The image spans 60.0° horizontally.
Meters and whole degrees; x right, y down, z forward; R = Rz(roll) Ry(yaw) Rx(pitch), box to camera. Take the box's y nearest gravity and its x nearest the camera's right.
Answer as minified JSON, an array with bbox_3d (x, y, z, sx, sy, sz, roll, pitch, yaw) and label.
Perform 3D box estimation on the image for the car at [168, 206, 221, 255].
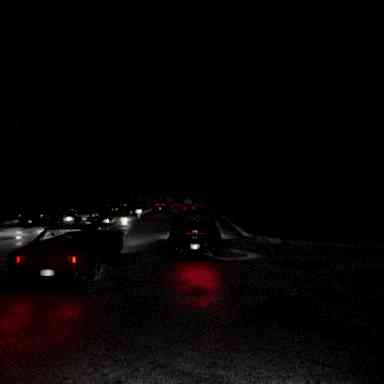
[{"bbox_3d":[0.100,1.528,13.398,1.837,1.490,4.892,0,0,0],"label":"car"}]

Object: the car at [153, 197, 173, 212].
[{"bbox_3d":[-3.568,1.568,39.351,1.837,1.490,4.892,0,0,-1],"label":"car"}]

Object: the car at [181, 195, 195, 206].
[{"bbox_3d":[-0.554,1.612,54.300,1.812,1.442,4.674,0,0,-2],"label":"car"}]

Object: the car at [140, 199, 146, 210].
[{"bbox_3d":[-7.308,1.618,44.691,2.033,1.411,5.357,0,0,-1],"label":"car"}]

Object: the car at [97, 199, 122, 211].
[{"bbox_3d":[-10.795,1.617,43.885,2.033,1.411,5.357,0,0,-1],"label":"car"}]

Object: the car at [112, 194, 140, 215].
[{"bbox_3d":[-7.188,1.276,34.357,2.150,2.045,5.566,0,0,0],"label":"car"}]

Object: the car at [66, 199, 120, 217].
[{"bbox_3d":[-7.108,1.530,24.498,2.128,1.511,4.902,0,0,1],"label":"car"}]

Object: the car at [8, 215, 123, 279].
[{"bbox_3d":[-3.400,1.617,10.058,1.895,1.301,4.718,0,0,0],"label":"car"}]

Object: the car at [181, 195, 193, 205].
[{"bbox_3d":[-1.043,1.454,64.416,2.097,1.767,4.553,0,0,-3],"label":"car"}]

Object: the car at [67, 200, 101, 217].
[{"bbox_3d":[-10.680,1.558,33.317,1.837,1.490,4.892,0,0,-1],"label":"car"}]

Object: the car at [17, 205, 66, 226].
[{"bbox_3d":[-10.617,1.639,24.008,1.895,1.301,4.718,0,0,0],"label":"car"}]
